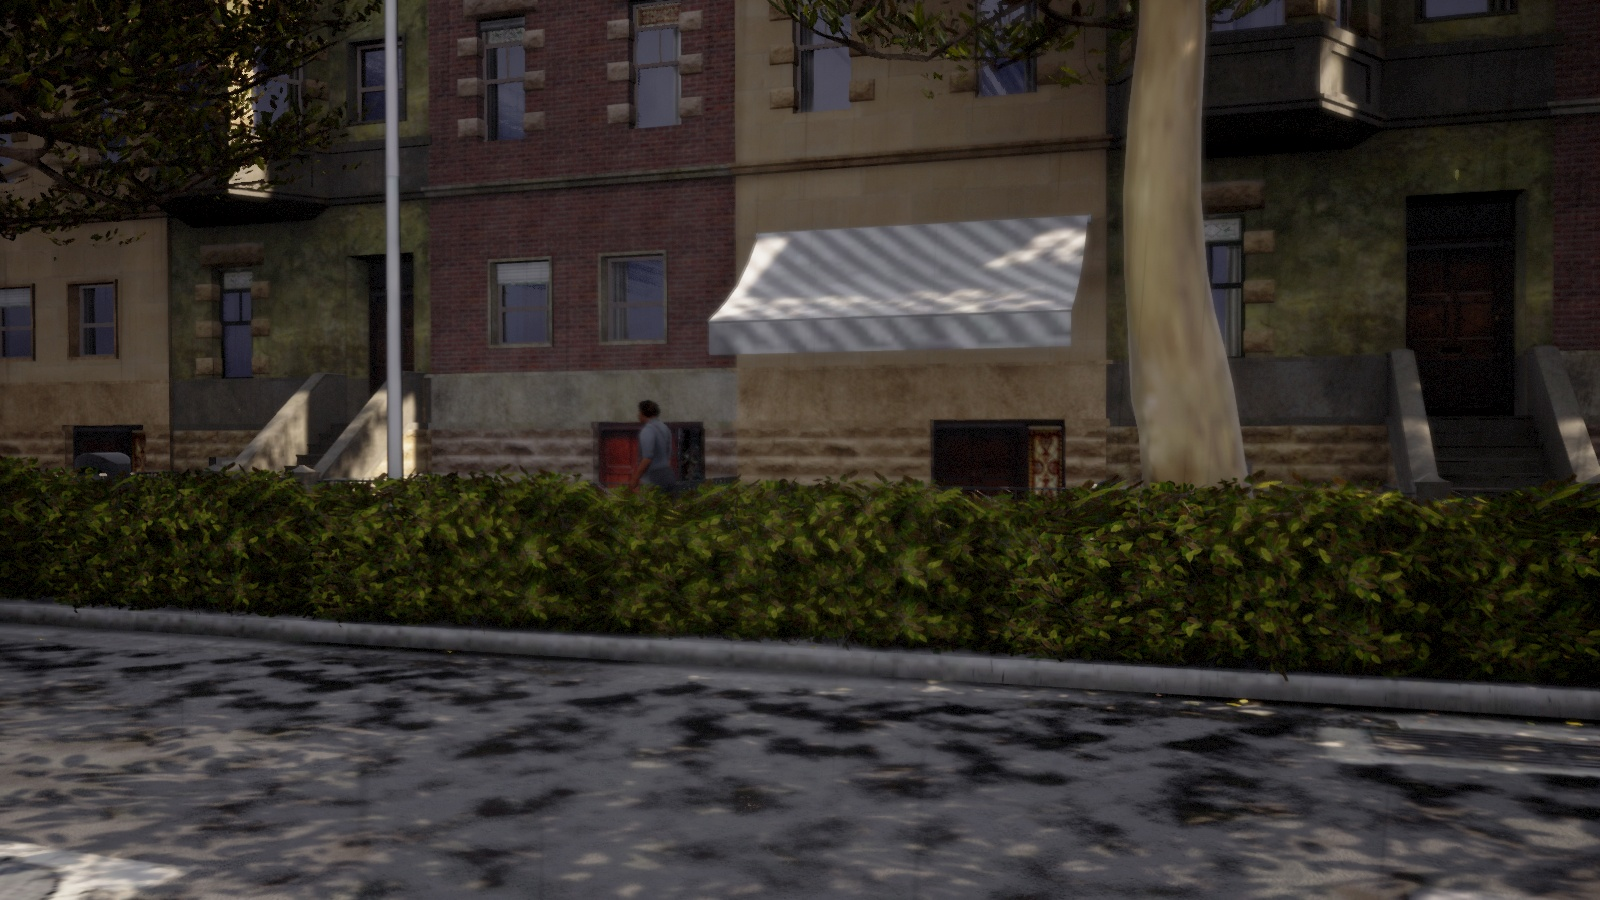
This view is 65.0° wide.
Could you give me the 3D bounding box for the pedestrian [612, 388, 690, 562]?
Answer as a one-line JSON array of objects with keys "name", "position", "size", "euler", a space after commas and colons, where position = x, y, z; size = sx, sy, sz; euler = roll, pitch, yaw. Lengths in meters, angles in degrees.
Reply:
[{"name": "pedestrian", "position": [-1.616, 0.258, 13.672], "size": [0.694, 1.848, 0.540], "euler": [0, 1, 13]}]
